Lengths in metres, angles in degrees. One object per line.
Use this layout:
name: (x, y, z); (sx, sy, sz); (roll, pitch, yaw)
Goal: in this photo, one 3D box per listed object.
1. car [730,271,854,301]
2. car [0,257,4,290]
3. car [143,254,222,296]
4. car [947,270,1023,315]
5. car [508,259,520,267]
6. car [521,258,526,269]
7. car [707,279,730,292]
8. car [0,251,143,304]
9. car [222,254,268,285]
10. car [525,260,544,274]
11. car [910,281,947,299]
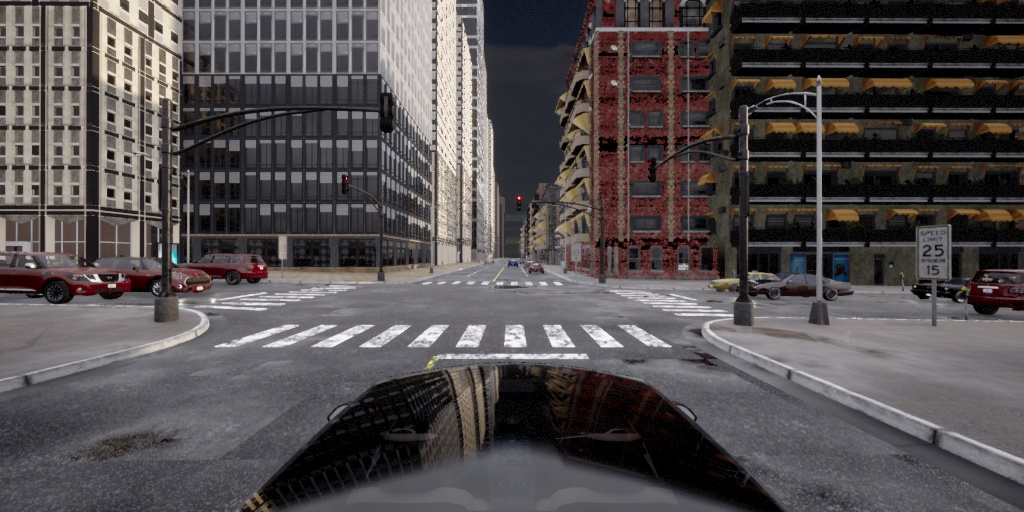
car: (15.259, 1.610, 19.468); (5.357, 1.411, 2.033); (1, 0, 0)
car: (-26.477, 0.760, 15.964); (5.008, 1.535, 1.882); (1, 0, 0)
car: (-16.268, 0.825, 16.074); (4.553, 1.767, 2.097); (1, 0, -2)
car: (20.616, 1.461, 13.750); (5.009, 1.841, 2.192); (0, 0, 0)
car: (0.191, 1.252, 65.122); (1.882, 1.535, 5.008); (0, 0, 0)
car: (2.766, 1.317, 54.686); (2.007, 1.370, 4.403); (0, 0, 0)
car: (14.660, 1.587, 22.055); (4.829, 1.417, 1.751); (0, 0, 0)
car: (-17.558, 0.757, 13.439); (5.009, 1.841, 2.192); (0, 0, 0)
car: (-17.681, 0.776, 21.819); (5.009, 1.841, 2.192); (0, 0, 0)
car: (2.798, 1.341, 41.769); (1.802, 1.307, 4.207); (0, 0, 0)
car: (24.889, 1.839, 19.539); (4.718, 1.301, 1.895); (1, 0, -1)
